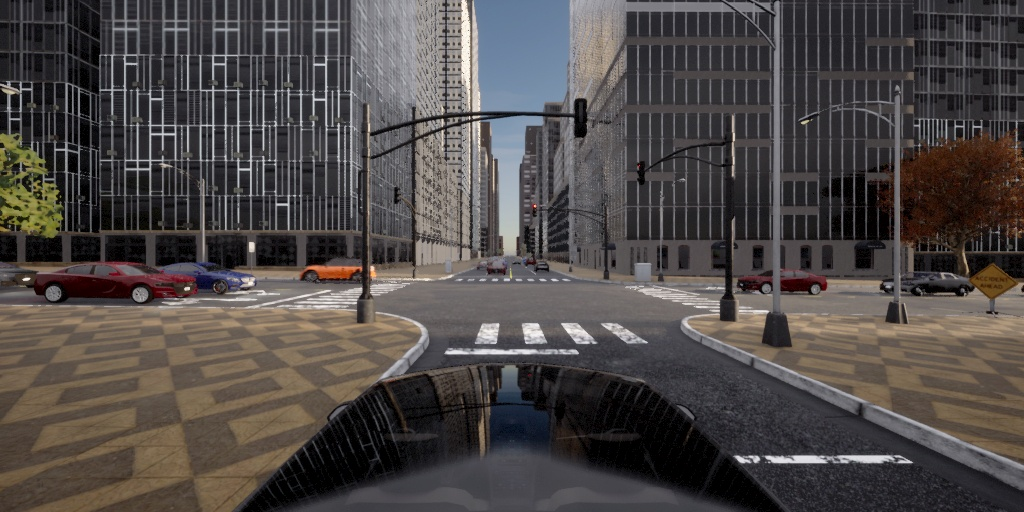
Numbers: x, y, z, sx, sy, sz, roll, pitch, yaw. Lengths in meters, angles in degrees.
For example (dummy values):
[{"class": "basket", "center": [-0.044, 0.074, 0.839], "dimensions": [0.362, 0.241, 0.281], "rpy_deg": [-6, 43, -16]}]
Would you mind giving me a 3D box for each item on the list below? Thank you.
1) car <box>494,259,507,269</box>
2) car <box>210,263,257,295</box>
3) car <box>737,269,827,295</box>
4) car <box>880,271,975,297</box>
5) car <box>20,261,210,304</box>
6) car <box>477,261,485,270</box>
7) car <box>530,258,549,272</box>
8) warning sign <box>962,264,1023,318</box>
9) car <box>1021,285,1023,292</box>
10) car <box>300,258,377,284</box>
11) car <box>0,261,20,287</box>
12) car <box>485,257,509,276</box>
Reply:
[{"class": "car", "center": [-1.701, 1.236, 56.233], "dimensions": [1.882, 1.535, 5.008], "rpy_deg": [0, 0, 0]}, {"class": "car", "center": [-14.986, 1.026, 17.316], "dimensions": [4.674, 1.442, 1.812], "rpy_deg": [1, 0, -1]}, {"class": "car", "center": [16.706, 1.554, 22.317], "dimensions": [5.008, 1.535, 1.882], "rpy_deg": [1, 0, -3]}, {"class": "car", "center": [26.276, 1.740, 22.785], "dimensions": [4.902, 1.511, 2.128], "rpy_deg": [1, 0, -3]}, {"class": "car", "center": [-15.295, 0.973, 14.044], "dimensions": [5.008, 1.535, 1.882], "rpy_deg": [1, 0, -2]}, {"class": "car", "center": [-4.149, 1.342, 52.125], "dimensions": [1.802, 1.307, 4.207], "rpy_deg": [0, 0, 0]}, {"class": "car", "center": [3.818, 1.329, 46.652], "dimensions": [1.948, 1.339, 4.313], "rpy_deg": [0, 0, 0]}, {"class": "warning sign", "center": [17.251, 1.204, 12.883], "dimensions": [1.060, 1.860, 1.300], "rpy_deg": [0, 0, -3]}, {"class": "car", "center": [36.267, 1.932, 23.263], "dimensions": [4.892, 1.490, 1.837], "rpy_deg": [1, 0, -3]}, {"class": "car", "center": [-11.662, 0.910, 24.209], "dimensions": [4.553, 1.767, 2.097], "rpy_deg": [1, 0, -6]}, {"class": "car", "center": [-24.912, 0.882, 16.833], "dimensions": [4.181, 1.385, 1.994], "rpy_deg": [1, 0, -3]}, {"class": "car", "center": [-1.587, 1.245, 38.520], "dimensions": [1.882, 1.535, 5.008], "rpy_deg": [0, 1, -1]}]
